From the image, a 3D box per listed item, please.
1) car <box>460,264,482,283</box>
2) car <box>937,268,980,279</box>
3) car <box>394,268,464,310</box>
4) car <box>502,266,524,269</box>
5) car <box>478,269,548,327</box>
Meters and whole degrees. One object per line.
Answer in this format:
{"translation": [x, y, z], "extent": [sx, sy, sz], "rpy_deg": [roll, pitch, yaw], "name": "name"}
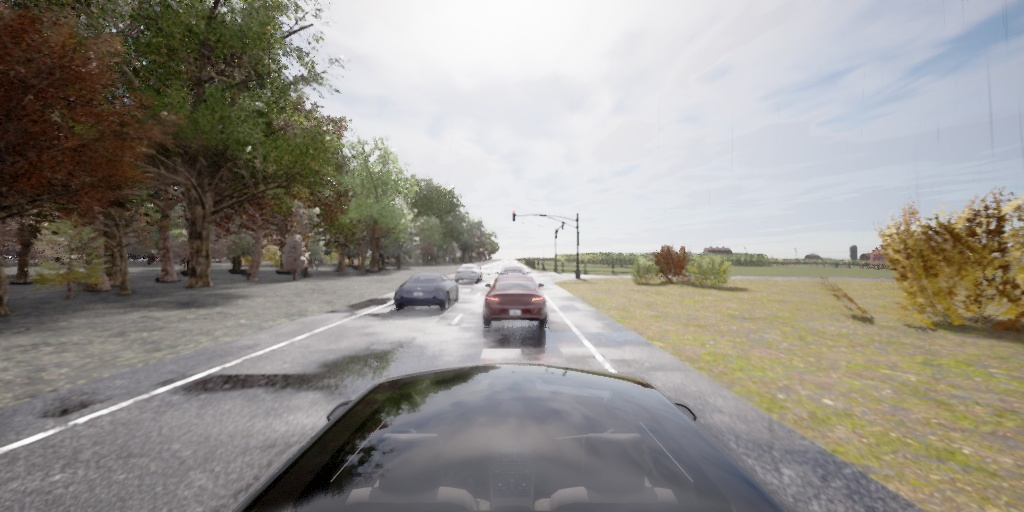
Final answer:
{"translation": [-3.457, 1.390, 29.177], "extent": [1.812, 1.442, 4.674], "rpy_deg": [0, 0, 0], "name": "car"}
{"translation": [48.852, 2.000, 39.630], "extent": [4.181, 1.385, 1.994], "rpy_deg": [1, -1, 0], "name": "car"}
{"translation": [-3.426, 1.369, 15.078], "extent": [1.994, 1.385, 4.181], "rpy_deg": [0, 0, 0], "name": "car"}
{"translation": [0.058, 1.338, 21.417], "extent": [1.837, 1.490, 4.892], "rpy_deg": [0, 0, 0], "name": "car"}
{"translation": [0.090, 1.317, 11.590], "extent": [1.812, 1.442, 4.674], "rpy_deg": [0, 0, 0], "name": "car"}
